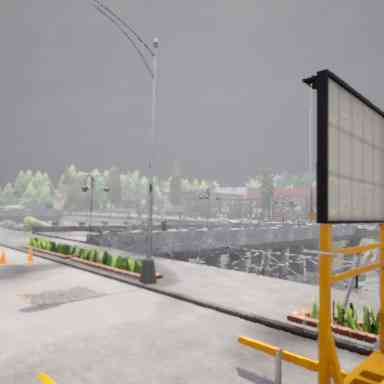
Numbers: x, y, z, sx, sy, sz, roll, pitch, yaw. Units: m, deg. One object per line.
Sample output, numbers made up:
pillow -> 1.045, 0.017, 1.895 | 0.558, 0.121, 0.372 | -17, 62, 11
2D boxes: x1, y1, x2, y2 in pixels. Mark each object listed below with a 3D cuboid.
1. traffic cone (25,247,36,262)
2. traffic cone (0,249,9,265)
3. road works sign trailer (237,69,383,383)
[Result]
traffic cone -> -6.662, 2.572, 13.712 | 0.340, 0.580, 0.340 | -2, -5, 45
traffic cone -> -7.364, 2.513, 13.002 | 0.340, 0.580, 0.340 | -2, -5, 45
road works sign trailer -> 1.720, 0.740, 3.747 | 2.880, 3.560, 2.380 | -2, -5, 45
